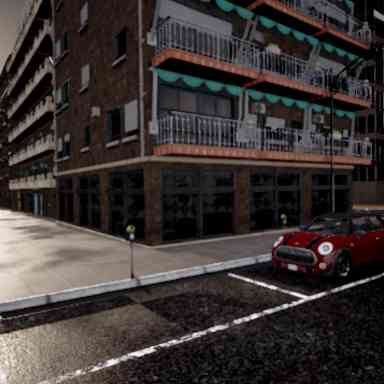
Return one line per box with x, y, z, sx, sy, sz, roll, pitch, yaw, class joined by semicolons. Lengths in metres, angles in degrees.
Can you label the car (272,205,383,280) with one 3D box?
4.151;1.349;9.545;4.097;1.590;1.967;-1;0;-36;car
